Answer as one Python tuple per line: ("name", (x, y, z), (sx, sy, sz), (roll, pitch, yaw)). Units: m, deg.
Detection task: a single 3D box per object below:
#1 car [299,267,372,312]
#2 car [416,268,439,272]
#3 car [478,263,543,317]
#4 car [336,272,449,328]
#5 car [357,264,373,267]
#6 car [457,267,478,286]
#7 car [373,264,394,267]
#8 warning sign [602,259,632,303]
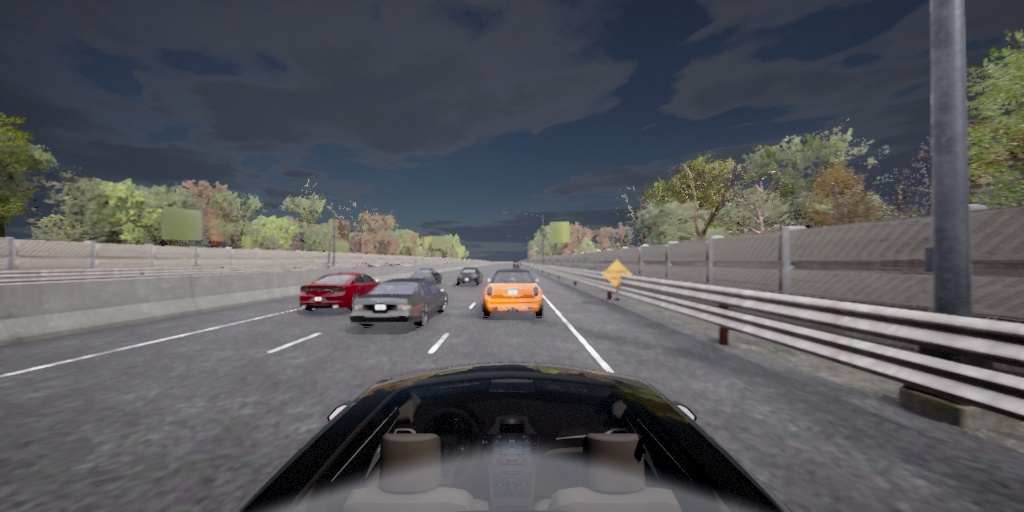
("car", (-6.944, 1.418, 15.355), (1.882, 1.535, 5.008), (0, 0, 0))
("car", (-6.948, 1.701, 29.417), (1.994, 1.385, 4.181), (0, -1, 0))
("car", (0.046, 1.274, 14.115), (2.097, 1.767, 4.553), (0, -1, 1))
("car", (-3.474, 1.442, 12.016), (2.033, 1.411, 5.357), (0, -1, 0))
("car", (-24.516, 2.040, 59.845), (1.882, 1.535, 5.008), (0, -1, 1))
("car", (-3.446, 1.668, 29.856), (1.812, 1.442, 4.674), (0, -1, 1))
("car", (-21.023, 2.068, 59.998), (1.837, 1.490, 4.892), (0, -1, 1))
("warning sign", (4.552, 1.058, 15.517), (1.300, 1.860, 1.060), (0, 0, 0))
